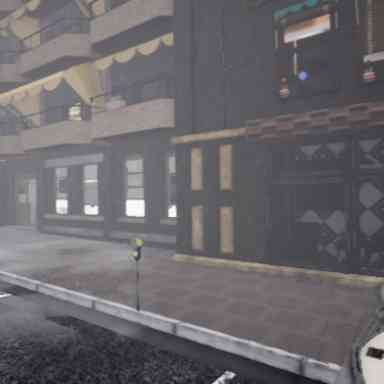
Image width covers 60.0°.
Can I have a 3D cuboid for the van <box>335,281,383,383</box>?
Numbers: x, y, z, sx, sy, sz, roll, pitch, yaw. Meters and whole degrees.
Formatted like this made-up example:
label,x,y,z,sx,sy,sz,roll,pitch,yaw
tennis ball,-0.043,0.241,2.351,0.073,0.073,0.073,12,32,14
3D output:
label,x,y,z,sx,sy,sz,roll,pitch,yaw
van,2.542,1.339,1.077,3.998,1.788,1.690,0,-1,36
